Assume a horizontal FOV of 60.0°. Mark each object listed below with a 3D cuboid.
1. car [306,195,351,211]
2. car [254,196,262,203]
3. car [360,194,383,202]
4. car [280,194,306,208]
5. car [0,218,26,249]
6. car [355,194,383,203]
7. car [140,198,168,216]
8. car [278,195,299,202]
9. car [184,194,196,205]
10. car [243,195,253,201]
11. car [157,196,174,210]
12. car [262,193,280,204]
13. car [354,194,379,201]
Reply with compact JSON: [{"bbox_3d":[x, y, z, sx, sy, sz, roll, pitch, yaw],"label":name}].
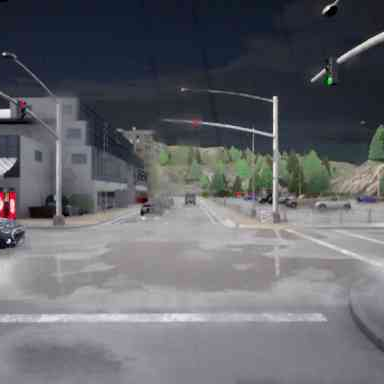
[{"bbox_3d":[14.316,1.218,34.543,3.806,1.475,1.970,0,0,0],"label":"car"},{"bbox_3d":[13.467,1.064,56.656,4.605,1.855,1.932,0,0,0],"label":"car"},{"bbox_3d":[39.611,1.284,72.247,5.027,1.636,2.152,0,0,0],"label":"car"},{"bbox_3d":[13.960,1.134,40.959,5.027,1.636,2.152,0,0,0],"label":"car"},{"bbox_3d":[-8.798,1.234,12.491,4.553,1.767,2.097,3,0,-11],"label":"car"},{"bbox_3d":[31.998,1.284,60.362,3.633,1.501,1.845,0,0,0],"label":"car"},{"bbox_3d":[-3.755,1.536,32.045,1.994,1.385,4.181,0,0,0],"label":"car"},{"bbox_3d":[20.945,1.338,72.299,3.806,1.475,1.970,0,0,0],"label":"car"},{"bbox_3d":[-0.291,1.497,58.011,2.033,1.411,5.357,0,0,0],"label":"car"},{"bbox_3d":[13.509,1.325,75.241,3.633,1.501,1.845,0,0,0],"label":"car"},{"bbox_3d":[-3.804,1.315,42.314,2.097,1.767,4.553,0,0,0],"label":"car"},{"bbox_3d":[13.894,1.046,53.753,3.866,1.878,1.905,0,0,0],"label":"car"},{"bbox_3d":[39.542,1.291,75.384,4.514,1.523,2.007,0,0,0],"label":"car"}]
